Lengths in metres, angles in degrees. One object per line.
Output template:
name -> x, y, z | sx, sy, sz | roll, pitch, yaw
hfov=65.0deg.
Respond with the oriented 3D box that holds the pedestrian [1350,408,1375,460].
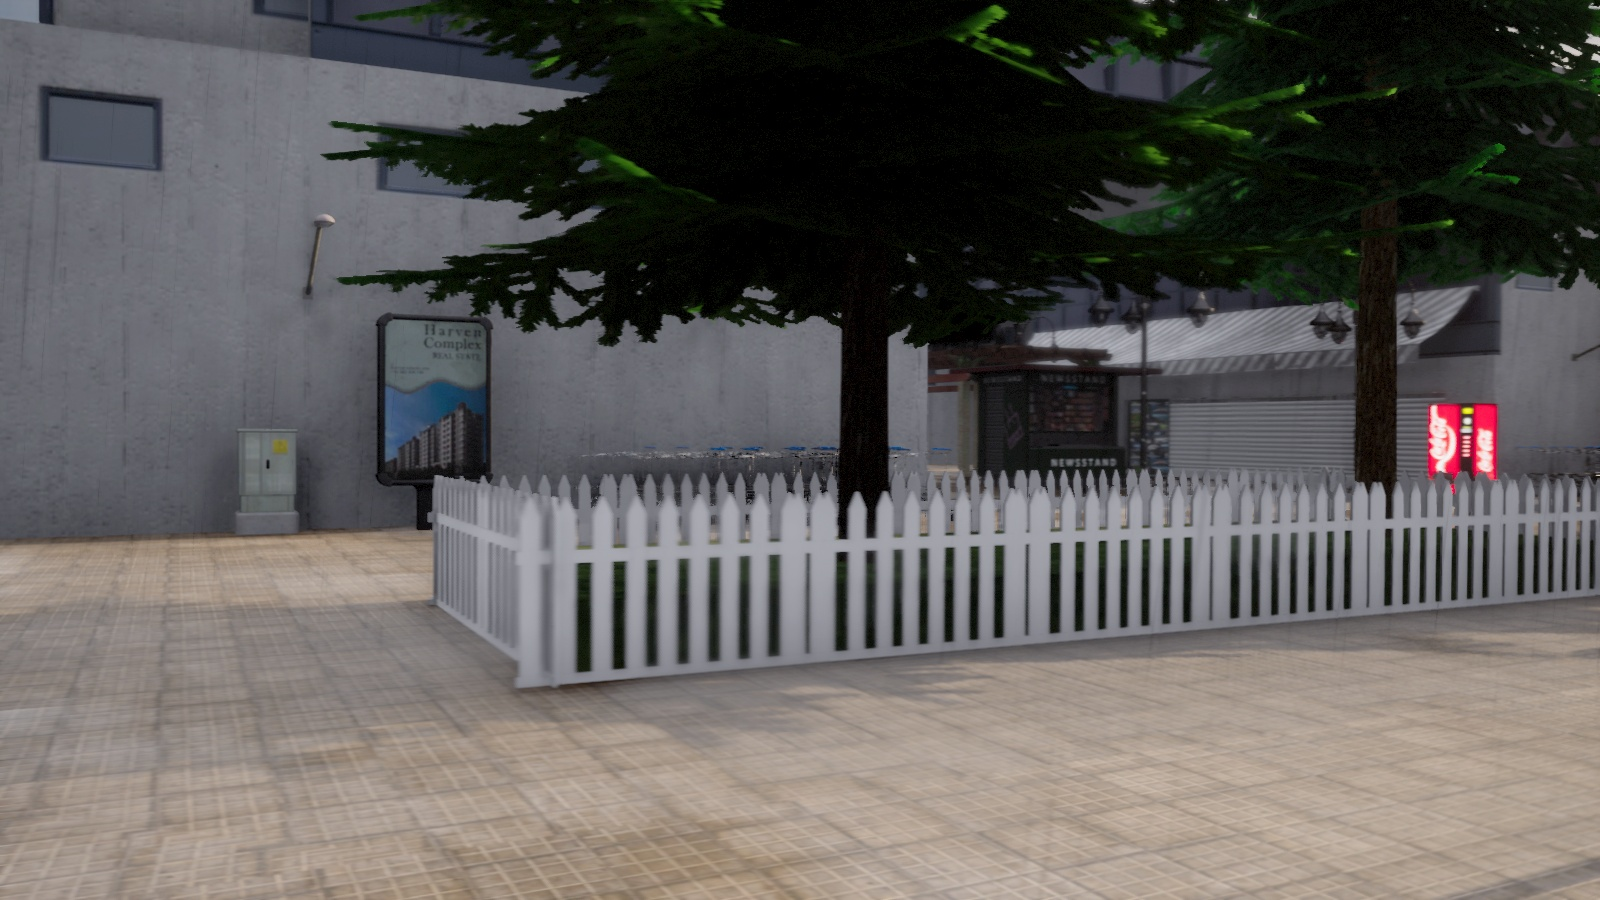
pedestrian -> 21.305, -0.620, 47.554 | 0.423, 1.949, 0.788 | -1, 1, -22
